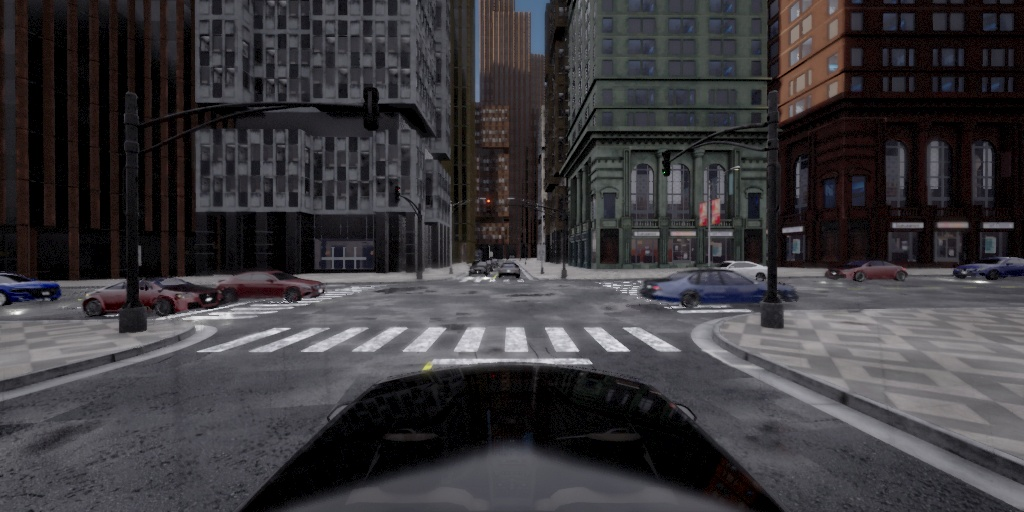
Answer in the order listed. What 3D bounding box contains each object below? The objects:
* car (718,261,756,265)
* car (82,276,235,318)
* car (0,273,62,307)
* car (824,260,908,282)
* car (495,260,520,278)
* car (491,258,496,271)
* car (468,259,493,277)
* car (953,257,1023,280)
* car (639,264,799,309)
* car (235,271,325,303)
[{"bbox_3d":[14.596,1.037,23.793,4.674,1.442,1.812,-1,0,-1],"label":"car"},{"bbox_3d":[-13.504,1.499,13.674,4.181,1.385,1.994,-1,0,2],"label":"car"},{"bbox_3d":[-24.580,1.545,16.983,5.008,1.535,1.882,-1,0,0],"label":"car"},{"bbox_3d":[23.418,0.962,23.818,4.181,1.385,1.994,-1,0,0],"label":"car"},{"bbox_3d":[-0.239,1.298,34.044,1.994,1.385,4.181,0,0,2],"label":"car"},{"bbox_3d":[-3.318,1.223,45.458,1.837,1.490,4.892,0,0,0],"label":"car"},{"bbox_3d":[-3.233,1.237,35.993,1.837,1.490,4.892,0,0,-1],"label":"car"},{"bbox_3d":[32.378,0.811,23.840,4.674,1.442,1.812,-1,0,-1],"label":"car"},{"bbox_3d":[7.787,1.200,13.835,5.357,1.411,2.033,-1,0,0],"label":"car"},{"bbox_3d":[-11.429,1.416,17.025,4.674,1.442,1.812,-1,0,0],"label":"car"}]
